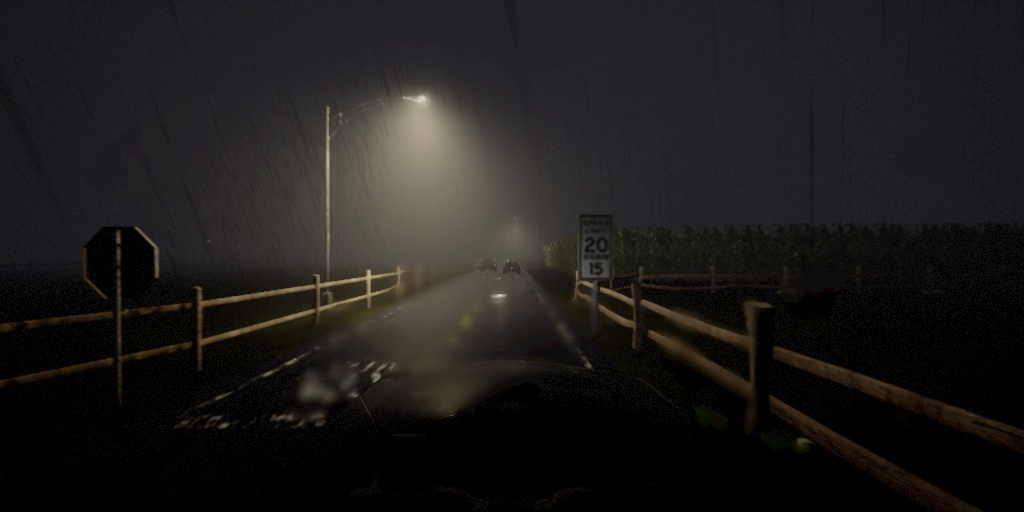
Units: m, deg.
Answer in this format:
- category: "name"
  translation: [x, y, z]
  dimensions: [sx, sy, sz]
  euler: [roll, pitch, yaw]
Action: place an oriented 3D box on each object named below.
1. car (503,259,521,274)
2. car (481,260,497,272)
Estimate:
- category: "car"
  translation: [-0.025, 1.209, 39.960]
  dimensions: [1.994, 1.385, 4.181]
  euler: [0, 0, 0]
- category: "car"
  translation: [-2.779, 1.178, 44.514]
  dimensions: [2.033, 1.411, 5.357]
  euler: [0, 0, 0]
